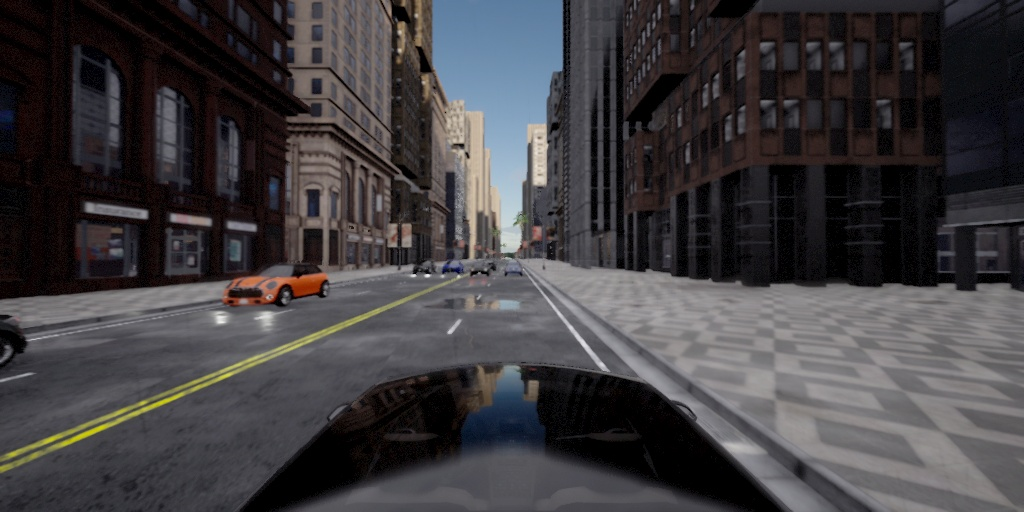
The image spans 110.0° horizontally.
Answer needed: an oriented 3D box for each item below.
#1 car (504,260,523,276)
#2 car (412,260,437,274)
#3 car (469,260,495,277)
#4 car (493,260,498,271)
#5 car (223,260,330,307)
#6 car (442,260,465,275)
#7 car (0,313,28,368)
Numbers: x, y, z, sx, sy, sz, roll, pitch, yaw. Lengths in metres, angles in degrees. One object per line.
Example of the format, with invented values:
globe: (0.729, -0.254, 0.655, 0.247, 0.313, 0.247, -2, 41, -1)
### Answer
car: (0.152, 1.305, 36.591, 2.033, 1.411, 5.357, 0, 0, 0)
car: (-9.695, 1.252, 40.161, 1.837, 1.490, 4.892, 0, 0, 1)
car: (-3.092, 1.354, 36.053, 1.895, 1.301, 4.718, 0, 0, 0)
car: (-3.069, 1.258, 49.168, 1.837, 1.490, 4.892, 0, 0, 0)
car: (-9.814, 1.091, 15.368, 2.097, 1.767, 4.553, 0, 0, 0)
car: (-6.451, 1.226, 39.748, 1.882, 1.535, 5.008, 0, 0, 1)
car: (-9.838, 1.301, 4.723, 1.994, 1.385, 4.181, 0, 0, 1)
